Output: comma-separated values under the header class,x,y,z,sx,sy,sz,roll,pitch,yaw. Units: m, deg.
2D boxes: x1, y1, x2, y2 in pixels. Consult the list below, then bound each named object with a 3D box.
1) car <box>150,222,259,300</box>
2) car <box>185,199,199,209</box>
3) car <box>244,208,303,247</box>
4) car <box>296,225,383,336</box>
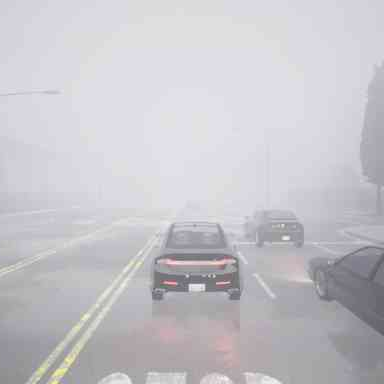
class,x,y,z,sx,sy,sz,roll,pitch,yaw
car,0.080,1.492,8.357,2.128,1.511,4.902,0,0,0
car,-0.008,1.601,44.130,1.895,1.301,4.718,0,0,0
car,3.563,1.505,15.058,1.837,1.490,4.892,0,0,0
car,3.587,1.547,5.312,2.033,1.411,5.357,0,0,0
